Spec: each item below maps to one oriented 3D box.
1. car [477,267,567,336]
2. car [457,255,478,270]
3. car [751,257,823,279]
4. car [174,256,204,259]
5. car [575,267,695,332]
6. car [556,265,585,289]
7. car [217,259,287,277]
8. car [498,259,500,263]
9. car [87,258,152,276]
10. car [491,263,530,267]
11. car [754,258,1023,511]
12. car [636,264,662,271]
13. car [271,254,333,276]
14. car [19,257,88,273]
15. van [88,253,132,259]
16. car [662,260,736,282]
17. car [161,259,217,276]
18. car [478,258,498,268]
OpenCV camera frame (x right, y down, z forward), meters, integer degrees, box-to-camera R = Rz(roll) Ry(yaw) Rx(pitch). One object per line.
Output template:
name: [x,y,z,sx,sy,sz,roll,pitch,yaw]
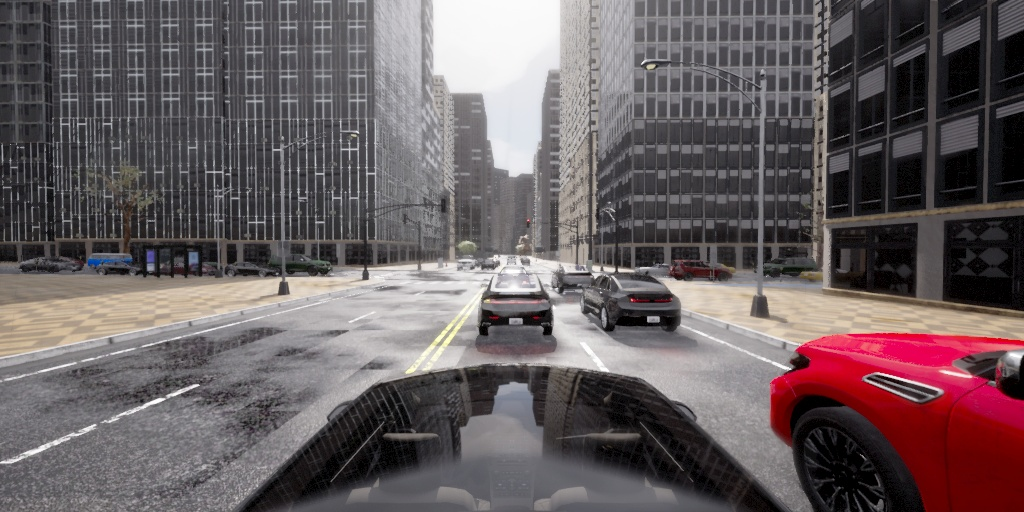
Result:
car: [0.090,1.238,10.393,2.128,1.511,4.902,0,0,0]
car: [-6.648,0.935,52.614,2.150,2.045,5.566,0,0,0]
car: [27.928,1.182,36.579,5.566,2.045,2.150,0,1,1]
car: [-30.430,0.846,34.332,4.553,1.767,2.097,1,1,1]
car: [3.339,1.251,10.888,1.837,1.490,4.892,0,0,0]
car: [3.330,1.232,20.136,2.128,1.511,4.902,0,0,0]
car: [-22.766,1.173,31.479,4.313,1.339,1.948,0,0,1]
car: [-3.401,1.266,61.752,1.994,1.385,4.181,0,0,0]
car: [-34.131,1.069,31.772,4.313,1.339,1.948,0,0,1]
car: [0.079,1.288,20.128,2.033,1.411,5.357,0,0,0]
car: [3.349,0.973,0.762,2.150,2.045,5.566,0,0,0]
car: [15.058,1.452,36.779,4.718,1.301,1.895,0,1,0]
car: [-20.134,0.809,34.131,5.566,2.045,2.150,0,1,1]
car: [-44.540,0.890,34.626,4.674,1.442,1.812,1,1,1]
van: [-45.332,0.604,40.420,3.998,1.789,1.690,0,0,1]
car: [16.160,1.269,30.997,5.009,1.841,2.192,0,0,1]
car: [-28.450,1.137,31.606,4.207,1.307,1.802,0,0,1]
car: [-3.398,1.192,52.166,1.882,1.535,5.008,0,0,0]
